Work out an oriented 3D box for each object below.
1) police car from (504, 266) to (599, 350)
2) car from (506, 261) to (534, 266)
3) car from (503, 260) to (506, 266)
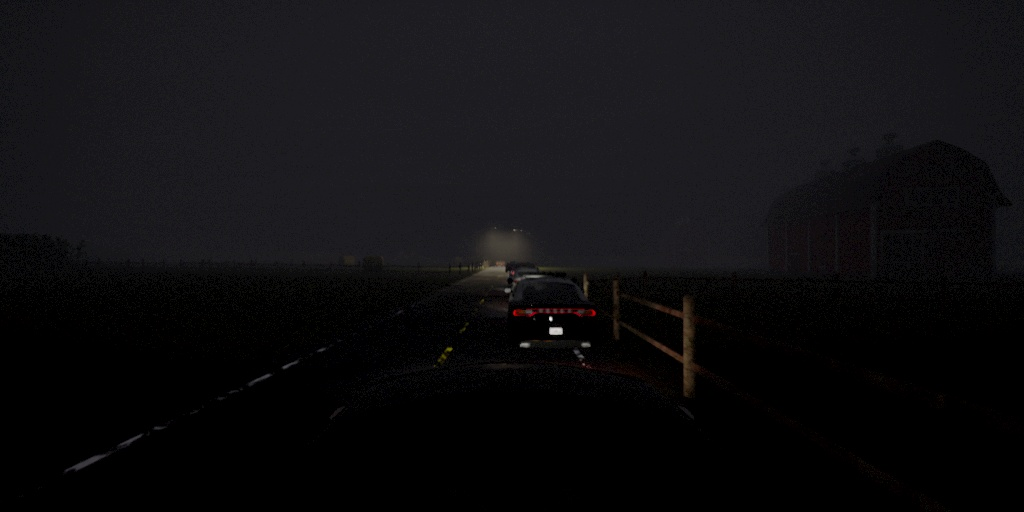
[{"bbox_3d":[0.827,1.218,9.303,1.930,1.638,5.238,0,0,0],"label":"police car"},{"bbox_3d":[0.833,1.232,25.163,2.097,1.767,4.553,0,0,0],"label":"car"},{"bbox_3d":[0.076,1.492,49.485,1.882,1.535,5.008,0,0,0],"label":"car"}]
